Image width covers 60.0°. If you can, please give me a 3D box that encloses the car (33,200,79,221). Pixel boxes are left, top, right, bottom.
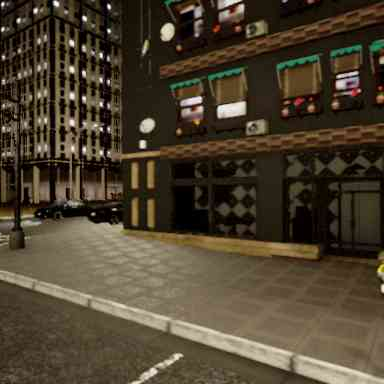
[{"bbox_3d":[-9.199,1.284,24.160,1.994,1.385,4.181,0,1,35],"label":"car"}]

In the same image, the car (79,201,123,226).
[{"bbox_3d":[-4.476,1.265,20.792,1.947,1.339,4.313,1,1,35],"label":"car"}]
